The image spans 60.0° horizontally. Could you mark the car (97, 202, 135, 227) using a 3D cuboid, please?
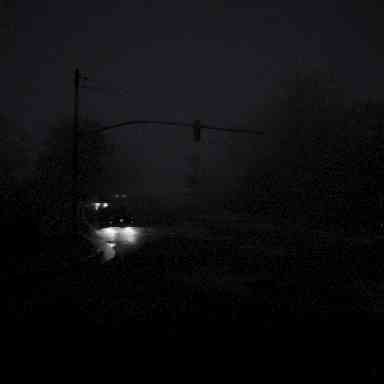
[{"bbox_3d":[-5.442,1.674,23.939,1.994,1.385,4.181,1,0,-23],"label":"car"}]

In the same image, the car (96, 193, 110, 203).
[{"bbox_3d":[-12.838,0.804,48.292,2.033,1.411,5.357,1,3,-11],"label":"car"}]

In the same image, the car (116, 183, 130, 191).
[{"bbox_3d":[-15.129,-0.920,73.314,2.150,2.045,5.566,1,3,1],"label":"car"}]
